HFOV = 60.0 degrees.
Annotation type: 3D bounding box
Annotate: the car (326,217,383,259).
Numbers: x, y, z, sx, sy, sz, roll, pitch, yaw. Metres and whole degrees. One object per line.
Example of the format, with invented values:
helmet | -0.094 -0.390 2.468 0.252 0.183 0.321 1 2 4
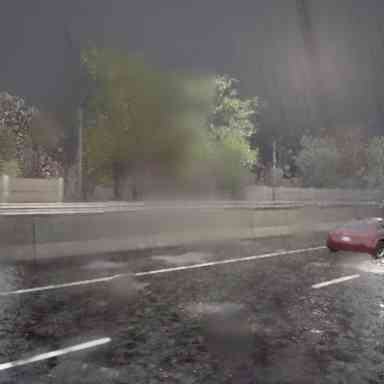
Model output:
car | 7.307 1.713 13.361 4.181 1.385 1.994 1 0 -35
